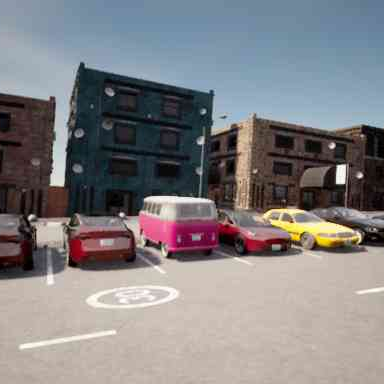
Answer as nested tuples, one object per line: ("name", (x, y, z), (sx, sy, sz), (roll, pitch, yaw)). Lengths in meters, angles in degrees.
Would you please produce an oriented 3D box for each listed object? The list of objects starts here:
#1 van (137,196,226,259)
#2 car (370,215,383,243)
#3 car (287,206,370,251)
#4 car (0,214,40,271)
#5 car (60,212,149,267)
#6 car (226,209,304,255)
("van", (-0.726, 1.192, 12.436), (1.878, 1.987, 4.442), (0, 0, -24))
("car", (7.017, 1.473, 15.707), (2.097, 1.535, 5.008), (0, 0, -24))
("car", (4.529, 1.451, 14.409), (1.946, 1.575, 5.366), (0, 0, -24))
("car", (-5.828, 1.412, 10.107), (2.163, 1.488, 4.792), (0, 0, -24))
("car", (-3.260, 1.430, 11.232), (2.163, 1.488, 4.792), (0, 0, -24))
("car", (1.899, 1.466, 13.427), (2.163, 1.488, 4.792), (0, 0, -24))
